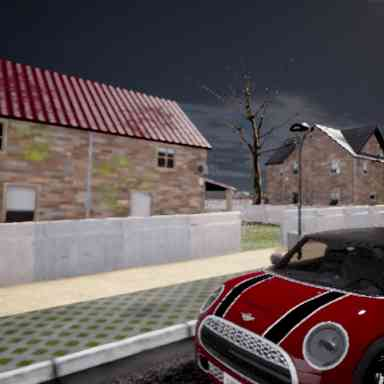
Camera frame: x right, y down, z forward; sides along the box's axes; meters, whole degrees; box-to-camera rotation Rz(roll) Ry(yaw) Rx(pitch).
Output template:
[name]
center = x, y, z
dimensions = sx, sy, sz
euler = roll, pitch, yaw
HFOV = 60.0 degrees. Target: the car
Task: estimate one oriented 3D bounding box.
[car]
center = 2.250, 1.357, 4.672
dimensions = 4.553, 1.767, 2.097
euler = 0, 0, -35
